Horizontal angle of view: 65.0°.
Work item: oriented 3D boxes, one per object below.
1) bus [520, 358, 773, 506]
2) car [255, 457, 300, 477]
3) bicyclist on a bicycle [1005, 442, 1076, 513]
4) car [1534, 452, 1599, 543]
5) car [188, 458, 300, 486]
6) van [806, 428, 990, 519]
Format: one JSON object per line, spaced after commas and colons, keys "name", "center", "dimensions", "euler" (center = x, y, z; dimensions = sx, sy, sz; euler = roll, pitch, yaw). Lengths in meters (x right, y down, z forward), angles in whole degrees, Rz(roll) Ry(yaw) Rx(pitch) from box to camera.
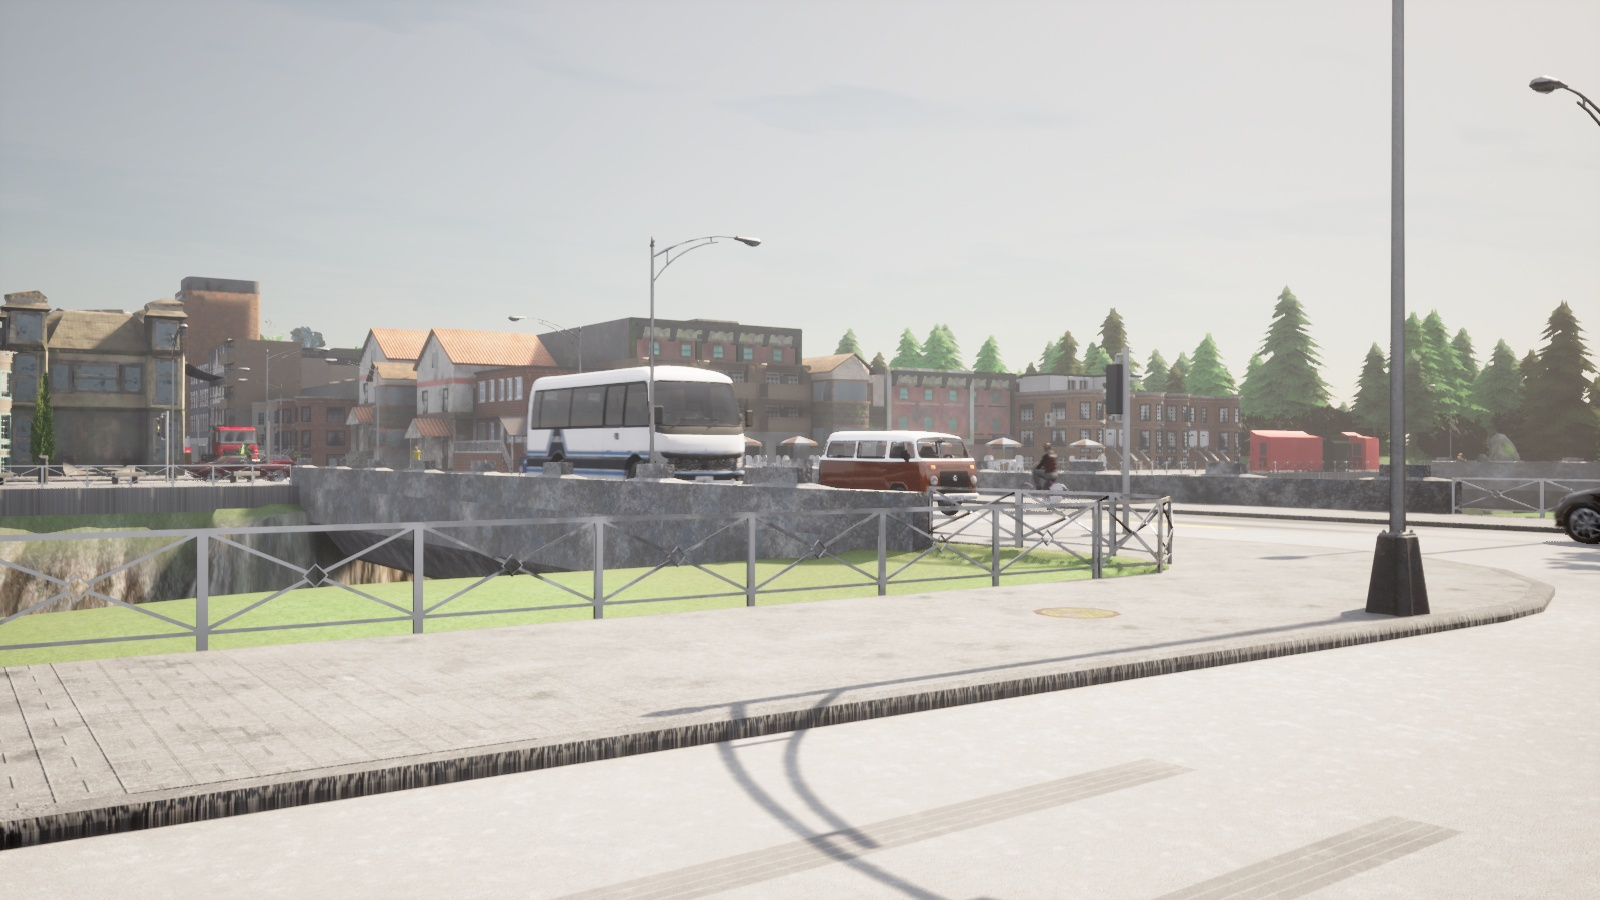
{"name": "bus", "center": [-5.377, -0.520, 41.454], "dimensions": [3.944, 4.253, 10.273], "euler": [0, 0, -35]}
{"name": "car", "center": [-34.913, 1.123, 83.837], "dimensions": [1.895, 1.301, 4.718], "euler": [0, 0, -34]}
{"name": "bicyclist on a bicycle", "center": [6.101, 0.679, 31.976], "dimensions": [0.659, 1.776, 1.843], "euler": [0, 0, -35]}
{"name": "car", "center": [14.209, 0.775, 19.938], "dimensions": [1.816, 1.474, 4.193], "euler": [0, 0, -21]}
{"name": "car", "center": [-26.836, 1.050, 60.659], "dimensions": [4.718, 1.301, 1.895], "euler": [0, 0, -32]}
{"name": "van", "center": [2.286, 0.536, 30.458], "dimensions": [2.069, 2.038, 4.480], "euler": [0, 0, -35]}
